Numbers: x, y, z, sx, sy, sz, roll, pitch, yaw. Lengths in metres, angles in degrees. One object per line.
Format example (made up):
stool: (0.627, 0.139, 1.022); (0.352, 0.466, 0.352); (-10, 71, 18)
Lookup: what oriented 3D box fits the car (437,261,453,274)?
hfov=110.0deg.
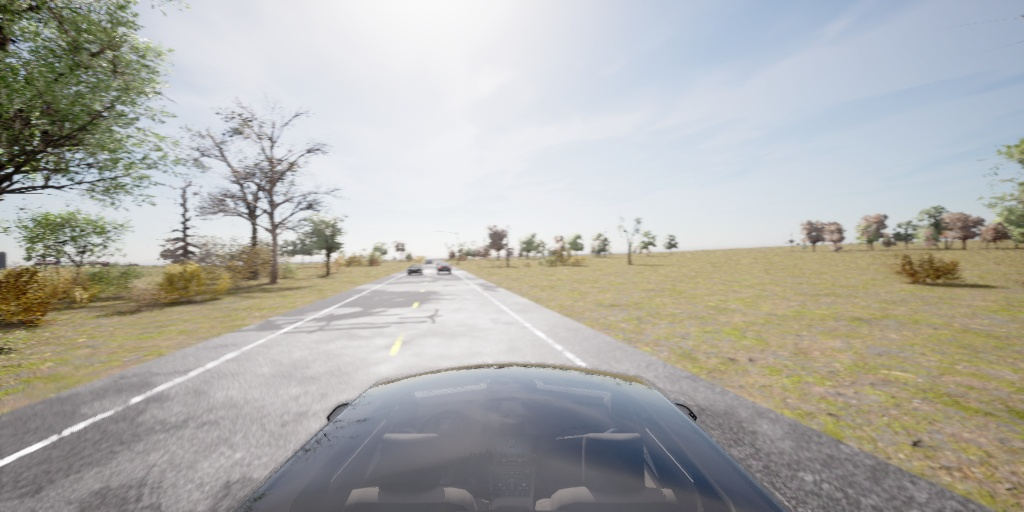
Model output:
car: (-9.099, 1.635, 48.226); (1.812, 1.442, 4.674); (-2, 0, -12)

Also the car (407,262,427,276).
car: (-12.444, 1.797, 46.334); (1.895, 1.301, 4.718); (-2, 0, -11)
